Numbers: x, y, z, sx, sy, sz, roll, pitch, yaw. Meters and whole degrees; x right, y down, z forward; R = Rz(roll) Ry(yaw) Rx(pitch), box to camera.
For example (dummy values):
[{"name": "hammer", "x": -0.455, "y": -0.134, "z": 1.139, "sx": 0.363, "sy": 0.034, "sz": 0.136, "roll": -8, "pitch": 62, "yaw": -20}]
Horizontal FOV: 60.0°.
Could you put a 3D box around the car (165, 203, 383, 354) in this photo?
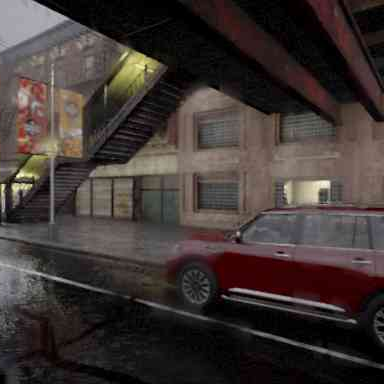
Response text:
[{"name": "car", "x": 2.101, "y": 1.220, "z": 6.111, "sx": 5.566, "sy": 2.045, "sz": 2.435, "roll": 0, "pitch": 0, "yaw": 35}]
